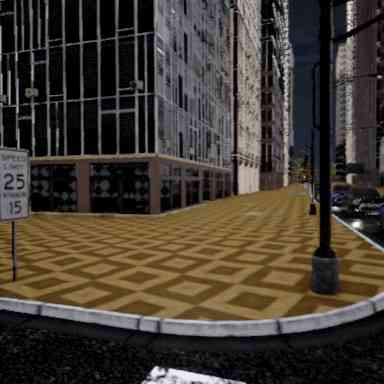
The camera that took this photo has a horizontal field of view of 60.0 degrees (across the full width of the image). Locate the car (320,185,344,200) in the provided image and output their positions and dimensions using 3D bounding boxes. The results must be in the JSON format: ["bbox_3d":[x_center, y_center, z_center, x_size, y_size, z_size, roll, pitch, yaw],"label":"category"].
[{"bbox_3d":[15.959,-0.012,38.176,2.128,1.511,4.902,0,2,18],"label":"car"}]

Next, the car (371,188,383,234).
[{"bbox_3d":[7.918,0.798,11.244,2.097,1.767,4.553,0,2,15],"label":"car"}]

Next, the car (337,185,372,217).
[{"bbox_3d":[10.297,0.499,19.852,2.097,1.767,4.553,0,2,16],"label":"car"}]

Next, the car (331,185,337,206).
[{"bbox_3d":[12.799,0.202,28.290,2.097,1.767,4.553,0,2,17],"label":"car"}]

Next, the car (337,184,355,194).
[{"bbox_3d":[23.530,-0.443,50.881,2.033,1.411,5.357,0,2,20],"label":"car"}]
